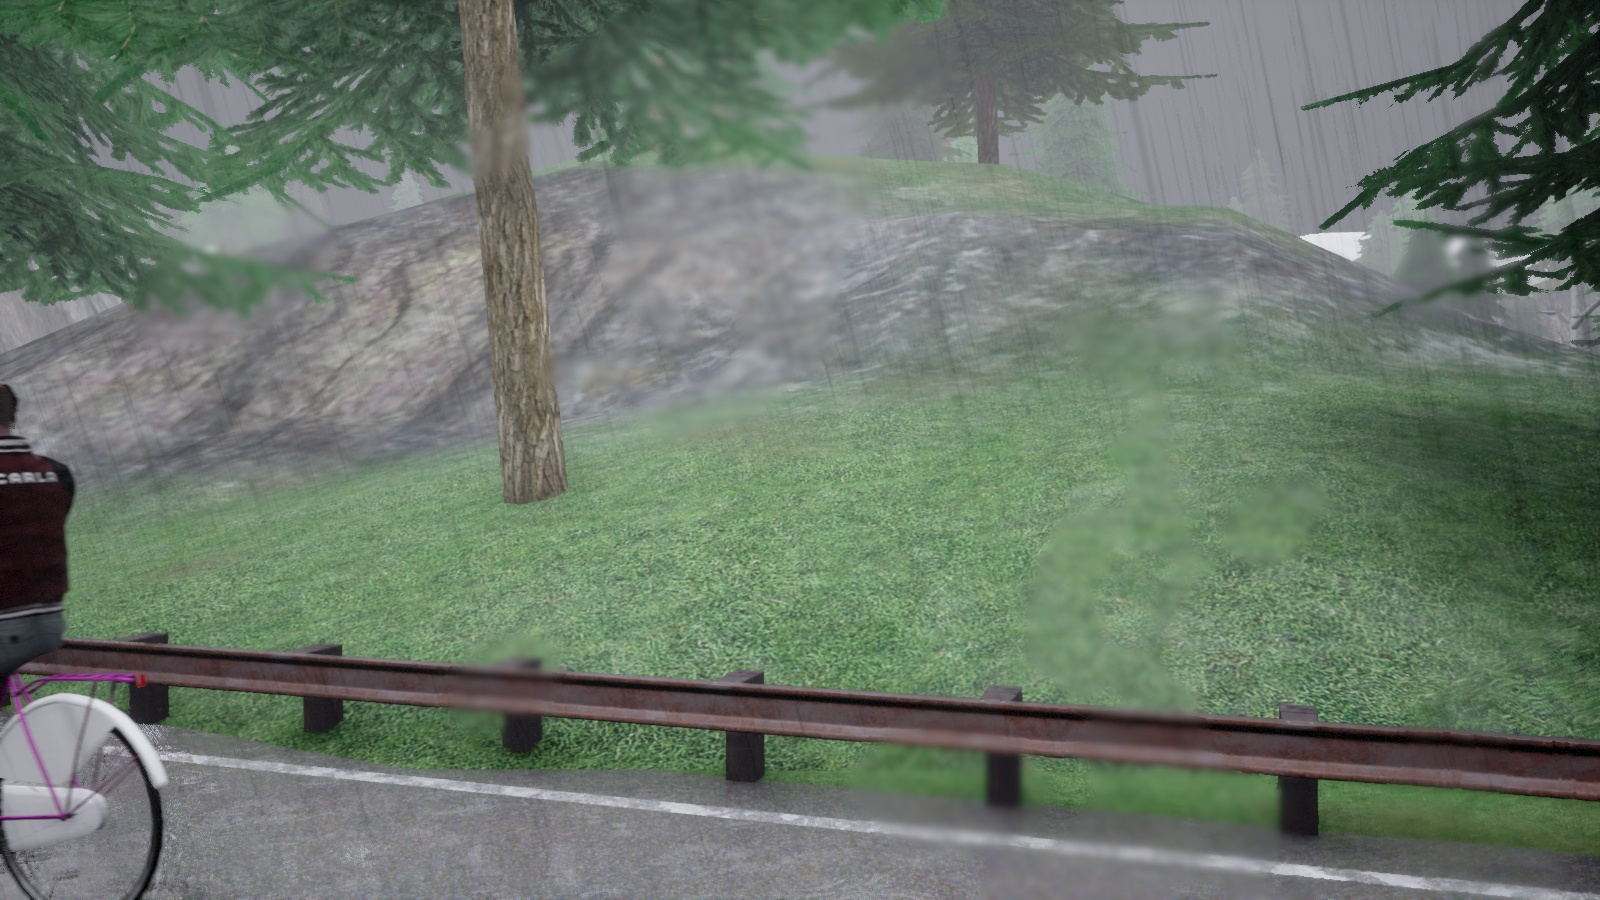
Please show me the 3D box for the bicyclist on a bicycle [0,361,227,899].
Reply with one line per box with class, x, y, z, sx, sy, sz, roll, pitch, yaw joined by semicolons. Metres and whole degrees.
bicyclist on a bicycle;-2.888;0.620;4.168;1.843;1.776;0.659;1;1;19
